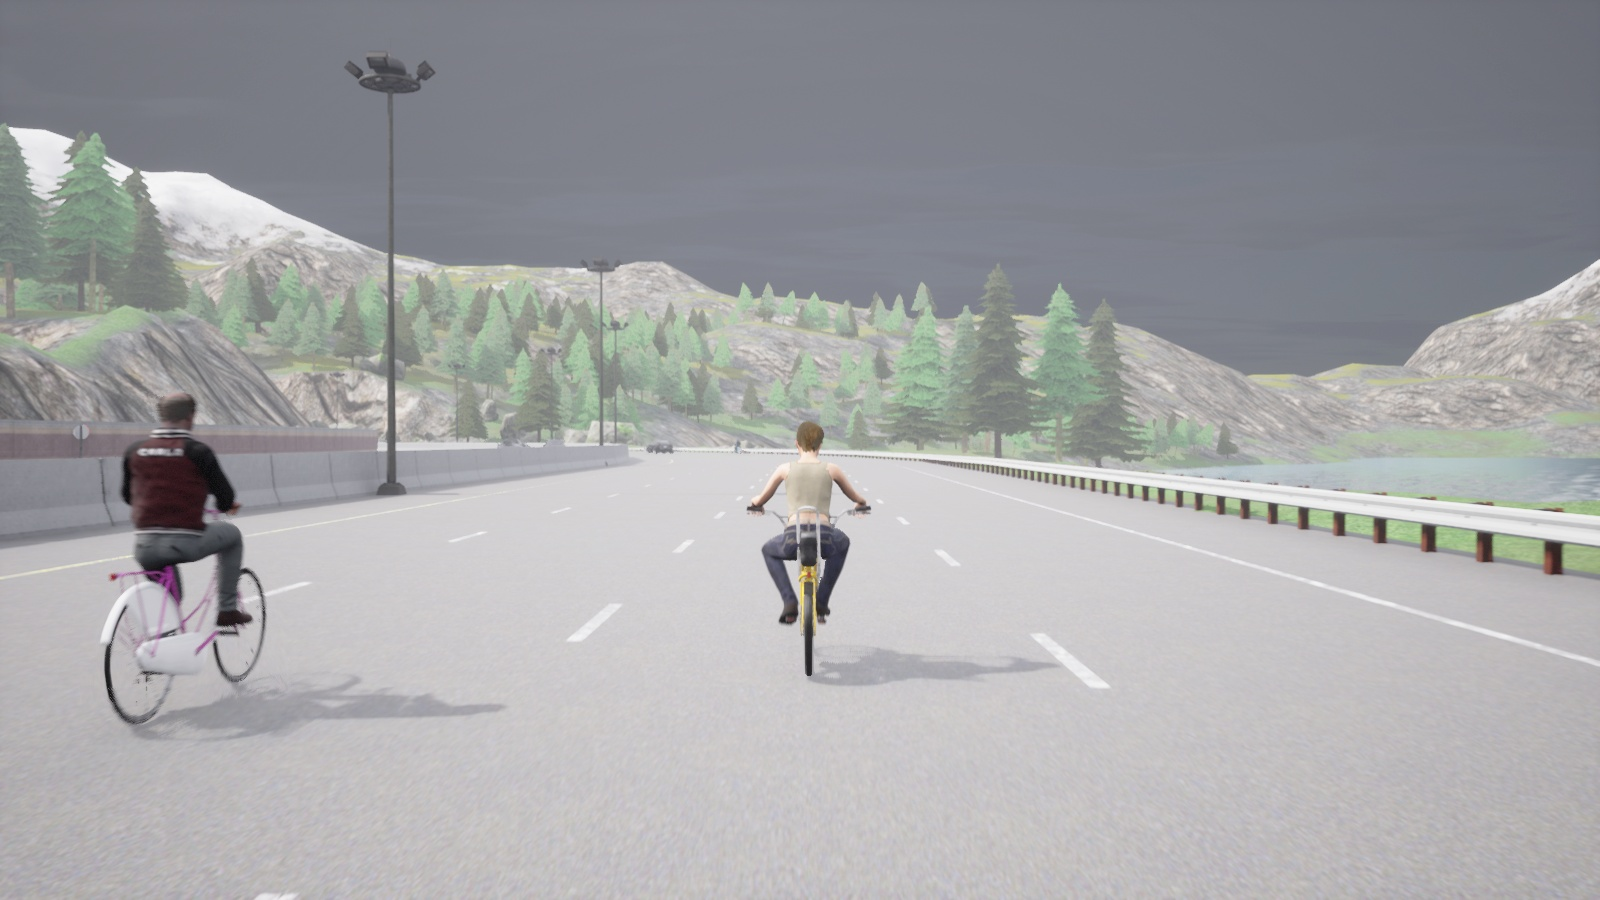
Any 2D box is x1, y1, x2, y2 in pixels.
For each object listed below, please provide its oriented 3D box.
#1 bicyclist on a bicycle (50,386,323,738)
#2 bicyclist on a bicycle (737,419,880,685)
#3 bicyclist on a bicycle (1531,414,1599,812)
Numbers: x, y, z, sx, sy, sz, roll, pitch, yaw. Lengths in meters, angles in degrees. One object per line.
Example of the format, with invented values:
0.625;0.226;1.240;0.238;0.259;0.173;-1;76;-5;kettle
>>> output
-3.444;0.555;7.259;0.659;1.776;1.843;0;1;0;bicyclist on a bicycle
0.058;0.615;8.368;0.866;1.612;1.509;0;0;1;bicyclist on a bicycle
3.543;0.663;4.765;0.582;1.620;1.656;0;0;0;bicyclist on a bicycle
